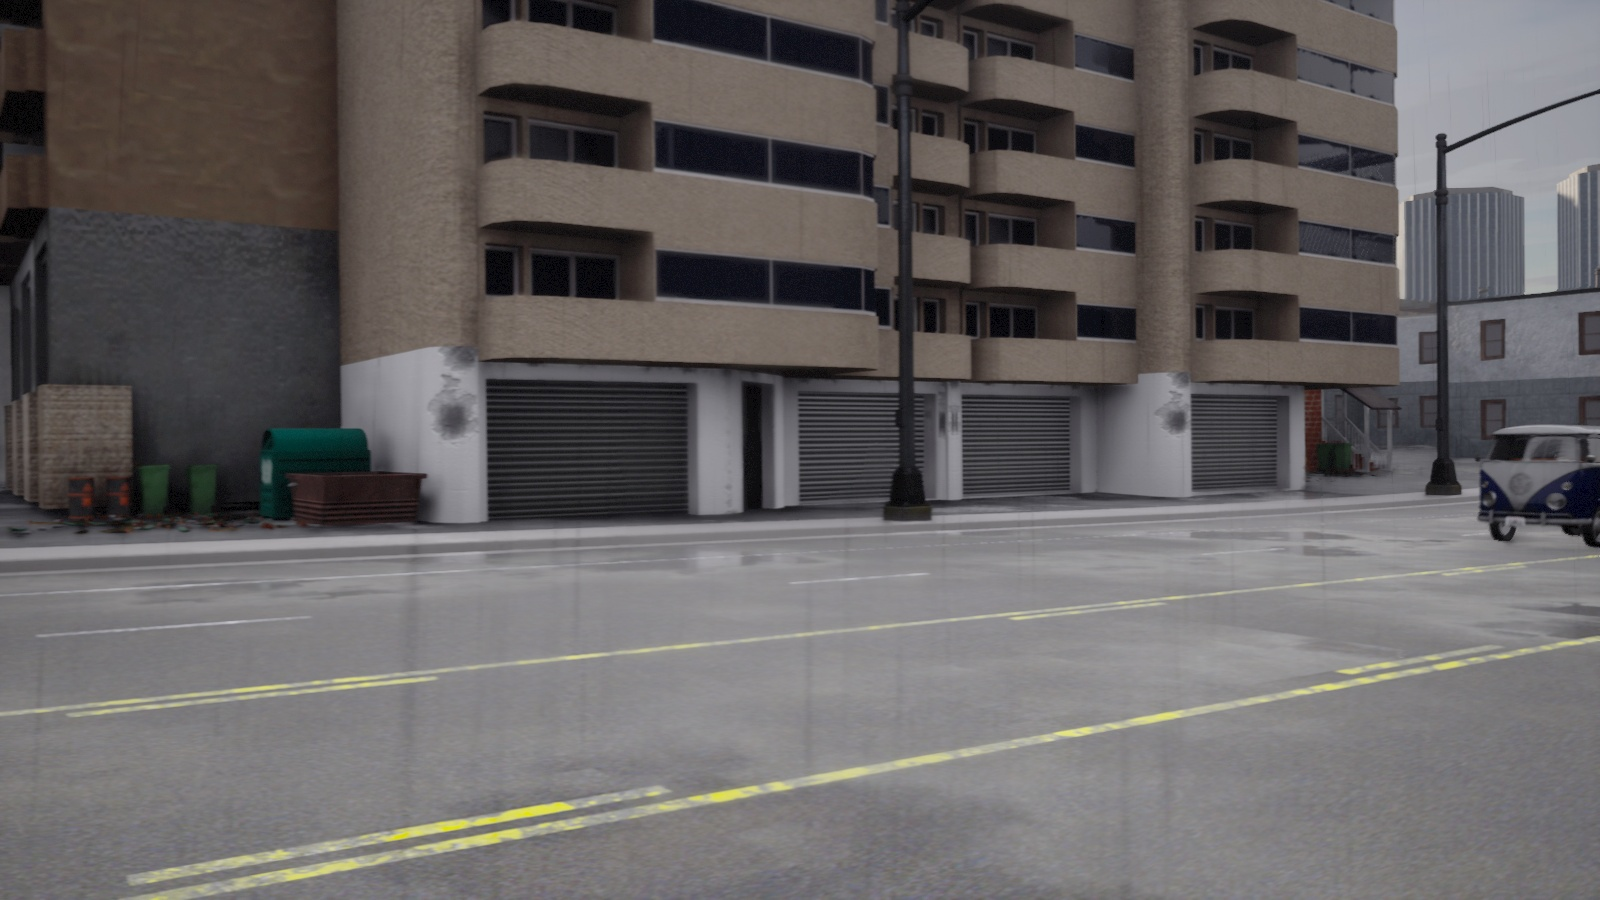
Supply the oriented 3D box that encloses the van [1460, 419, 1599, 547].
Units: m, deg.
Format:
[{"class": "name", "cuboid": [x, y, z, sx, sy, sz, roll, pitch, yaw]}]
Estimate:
[{"class": "van", "cuboid": [13.343, 0.509, 21.475, 4.442, 1.987, 1.775, 0, 0, -35]}]
